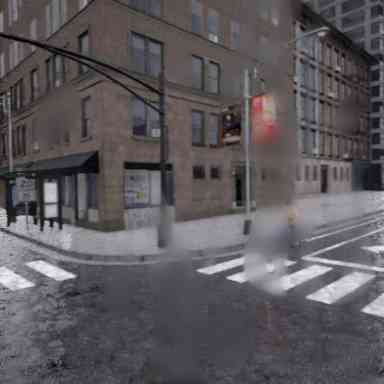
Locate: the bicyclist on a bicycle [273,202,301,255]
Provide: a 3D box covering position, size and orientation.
[{"bbox_3d":[3.057,1.125,10.528,1.509,1.612,0.866,-3,2,-44],"label":"bicyclist on a bicycle"}]
